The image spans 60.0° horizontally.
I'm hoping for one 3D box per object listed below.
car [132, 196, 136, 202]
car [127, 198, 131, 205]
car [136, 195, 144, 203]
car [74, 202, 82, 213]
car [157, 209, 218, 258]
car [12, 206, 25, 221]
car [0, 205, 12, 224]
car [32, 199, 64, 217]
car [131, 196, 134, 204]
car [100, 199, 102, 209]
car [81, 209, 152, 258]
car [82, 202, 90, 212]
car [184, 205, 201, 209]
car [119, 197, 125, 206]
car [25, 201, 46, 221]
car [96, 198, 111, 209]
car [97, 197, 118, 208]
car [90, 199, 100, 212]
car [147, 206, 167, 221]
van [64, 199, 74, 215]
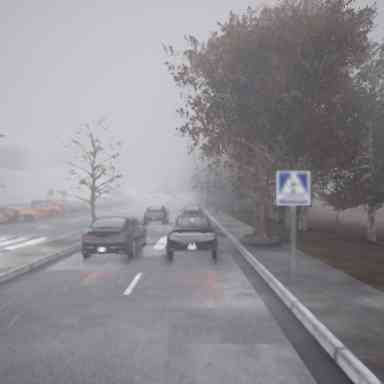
[{"bbox_3d":[-16.839,2.361,81.352,4.792,1.488,2.163,-1,0,-20],"label":"car"},{"bbox_3d":[-16.840,2.189,75.362,4.553,1.767,2.185,-1,0,-20],"label":"car"},{"bbox_3d":[-16.834,2.396,93.358,4.792,1.488,2.163,-1,0,-20],"label":"car"},{"bbox_3d":[-16.877,2.166,42.525,4.674,1.452,2.002,0,-1,-20],"label":"car"},{"bbox_3d":[0.021,1.663,13.511,2.128,1.511,4.902,0,-1,1],"label":"car"},{"bbox_3d":[-16.915,1.917,27.595,4.792,1.488,2.163,0,-1,-20],"label":"car"},{"bbox_3d":[-16.717,1.830,24.692,5.366,1.575,1.946,0,-1,-20],"label":"car"},{"bbox_3d":[-16.857,1.915,36.568,4.553,1.767,2.185,0,-1,-20],"label":"car"},{"bbox_3d":[-16.862,2.363,78.334,4.674,1.452,2.002,-1,0,-20],"label":"car"},{"bbox_3d":[-16.850,2.248,51.493,4.792,1.488,2.163,-1,-1,-20],"label":"car"},{"bbox_3d":[-2.980,1.677,13.504,1.837,1.490,4.892,0,0,1],"label":"car"},{"bbox_3d":[-16.907,2.194,45.497,4.792,1.488,2.163,-1,-1,-20],"label":"car"},{"bbox_3d":[0.018,1.918,28.515,1.837,1.490,4.892,0,0,1],"label":"car"},{"bbox_3d":[-16.850,2.037,66.419,5.566,2.045,2.435,-1,0,-20],"label":"car"},{"bbox_3d":[-16.713,1.936,30.657,5.366,1.575,1.946,0,-1,-20],"label":"car"},{"bbox_3d":[-16.872,2.296,57.450,4.674,1.452,2.002,-1,0,-20],"label":"car"},{"bbox_3d":[-16.904,2.019,60.423,5.566,2.045,2.435,-1,0,-20],"label":"car"},{"bbox_3d":[-16.707,2.187,48.566,5.366,1.575,1.946,-1,-1,-20],"label":"car"},{"bbox_3d":[-2.982,1.904,28.534,2.128,1.511,4.902,0,-1,0],"label":"car"},{"bbox_3d":[-16.778,1.861,39.596,4.442,1.987,1.878,0,-1,-20],"label":"van"}]
